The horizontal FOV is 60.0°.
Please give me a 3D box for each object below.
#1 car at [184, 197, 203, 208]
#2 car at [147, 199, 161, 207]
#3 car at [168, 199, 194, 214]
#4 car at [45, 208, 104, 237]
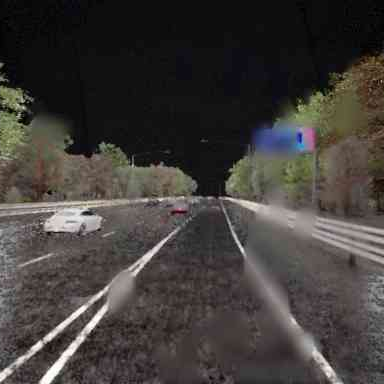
[{"bbox_3d":[0.248,1.833,58.510,2.097,1.767,4.553,0,0,5],"label":"car"},{"bbox_3d":[-6.710,1.937,59.252,1.837,1.490,4.892,0,0,5],"label":"car"},{"bbox_3d":[-1.241,1.879,39.732,1.994,1.385,4.181,0,0,5],"label":"car"},{"bbox_3d":[-6.437,1.627,18.555,1.812,1.442,4.674,0,0,5],"label":"car"}]
